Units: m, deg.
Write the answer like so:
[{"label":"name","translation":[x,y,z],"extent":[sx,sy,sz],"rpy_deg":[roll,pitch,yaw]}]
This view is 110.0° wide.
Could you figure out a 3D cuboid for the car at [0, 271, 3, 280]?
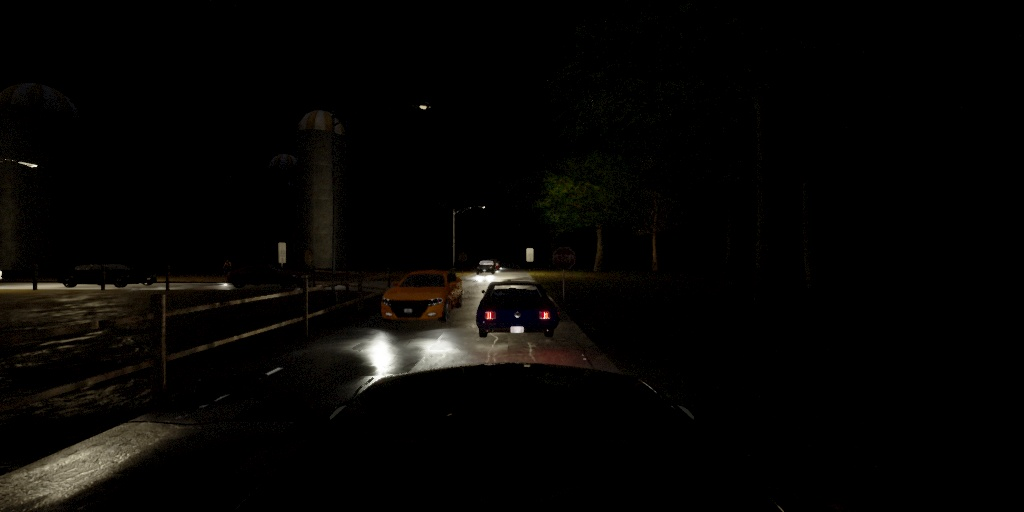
[{"label":"car","translation":[-36.095,0.889,22.654],"extent":[5.566,2.045,2.150],"rpy_deg":[0,0,0]}]

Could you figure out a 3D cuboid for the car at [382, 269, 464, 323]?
[{"label":"car","translation":[-2.849,1.227,12.330],"extent":[1.882,1.535,5.008],"rpy_deg":[0,0,0]}]

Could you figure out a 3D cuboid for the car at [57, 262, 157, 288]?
[{"label":"car","translation":[-25.541,1.168,22.726],"extent":[5.008,1.535,1.882],"rpy_deg":[0,0,0]}]

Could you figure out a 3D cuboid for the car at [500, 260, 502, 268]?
[{"label":"car","translation":[-2.832,1.179,50.925],"extent":[2.097,1.767,4.553],"rpy_deg":[0,0,0]}]

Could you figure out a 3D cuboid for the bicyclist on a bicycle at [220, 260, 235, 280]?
[{"label":"bicyclist on a bicycle","translation":[-22.734,1.135,28.724],"extent":[0.582,1.620,1.656],"rpy_deg":[0,0,0]}]

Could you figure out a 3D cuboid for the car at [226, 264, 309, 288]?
[{"label":"car","translation":[-15.481,1.240,22.845],"extent":[4.674,1.442,1.812],"rpy_deg":[0,0,-2]}]

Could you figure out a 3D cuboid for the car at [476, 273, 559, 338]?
[{"label":"car","translation":[0.060,1.350,10.201],"extent":[1.895,1.301,4.718],"rpy_deg":[0,0,-2]}]

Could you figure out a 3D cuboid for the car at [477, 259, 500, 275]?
[{"label":"car","translation":[-2.837,1.270,39.896],"extent":[2.128,1.511,4.902],"rpy_deg":[0,0,0]}]
